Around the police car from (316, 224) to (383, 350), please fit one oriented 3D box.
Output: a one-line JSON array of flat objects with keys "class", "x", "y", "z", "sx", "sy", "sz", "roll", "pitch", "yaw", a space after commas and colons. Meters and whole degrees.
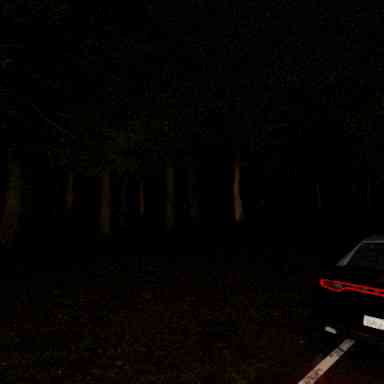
[{"class": "police car", "x": 4.066, "y": 1.423, "z": 6.012, "sx": 1.930, "sy": 1.638, "sz": 5.238, "roll": 0, "pitch": 0, "yaw": 44}]
